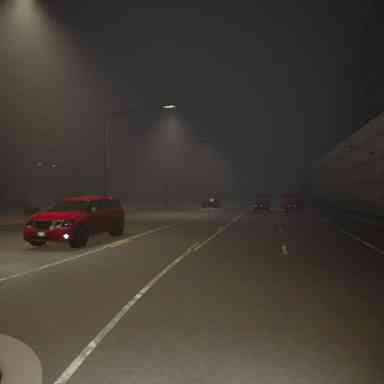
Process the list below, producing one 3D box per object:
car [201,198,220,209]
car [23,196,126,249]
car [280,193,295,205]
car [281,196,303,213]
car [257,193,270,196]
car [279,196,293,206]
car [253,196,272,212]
[{"bbox_3d":[2.653,1.554,46.340,2.033,1.411,5.357,0,0,14],"label":"car"},{"bbox_3d":[-4.986,1.223,15.125,2.150,2.045,5.566,0,0,14],"label":"car"},{"bbox_3d":[13.953,1.229,48.051,2.150,2.045,5.566,0,0,14],"label":"car"},{"bbox_3d":[11.533,1.553,37.680,2.033,1.411,5.357,0,0,14],"label":"car"},{"bbox_3d":[10.553,1.229,48.880,2.150,2.045,5.566,0,0,14],"label":"car"},{"bbox_3d":[16.406,1.500,58.119,2.128,1.511,4.902,0,0,14],"label":"car"},{"bbox_3d":[8.144,1.553,38.604,2.033,1.411,5.357,0,0,14],"label":"car"}]
